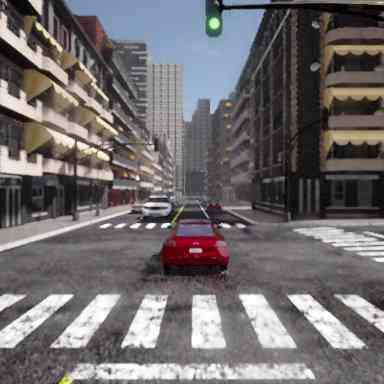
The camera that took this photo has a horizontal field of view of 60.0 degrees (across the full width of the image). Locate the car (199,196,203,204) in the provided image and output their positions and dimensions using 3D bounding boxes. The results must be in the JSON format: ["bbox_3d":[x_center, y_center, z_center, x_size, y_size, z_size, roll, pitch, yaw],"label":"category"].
[{"bbox_3d":[2.694,1.787,58.904,2.008,1.369,4.403,-1,0,0],"label":"car"}]

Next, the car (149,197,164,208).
[{"bbox_3d":[-5.689,1.653,53.384,1.967,1.590,4.097,-1,0,0],"label":"car"}]

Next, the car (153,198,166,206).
[{"bbox_3d":[-5.687,1.819,58.911,1.802,1.307,4.206,-1,0,0],"label":"car"}]

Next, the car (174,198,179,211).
[{"bbox_3d":[-3.069,1.721,40.451,1.994,1.385,4.181,0,0,1],"label":"car"}]

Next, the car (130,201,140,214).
[{"bbox_3d":[-5.691,1.692,36.800,2.008,1.369,4.403,0,0,0],"label":"car"}]

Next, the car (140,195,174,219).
[{"bbox_3d":[-3.074,1.336,30.390,2.150,2.045,5.566,0,0,0],"label":"car"}]

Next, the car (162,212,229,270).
[{"bbox_3d":[0.102,1.604,11.257,1.994,1.385,4.181,0,0,0],"label":"car"}]

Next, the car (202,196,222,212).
[{"bbox_3d":[2.689,1.605,42.322,1.967,1.590,4.097,-1,0,0],"label":"car"}]

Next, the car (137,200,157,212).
[{"bbox_3d":[-5.690,1.731,42.327,1.947,1.339,4.313,0,0,0],"label":"car"}]

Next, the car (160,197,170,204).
[{"bbox_3d":[-5.685,1.811,69.797,1.752,1.417,4.829,-1,0,0],"label":"car"}]

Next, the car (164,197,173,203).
[{"bbox_3d":[-5.682,1.921,81.023,1.802,1.307,4.206,-1,0,0],"label":"car"}]

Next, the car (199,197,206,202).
[{"bbox_3d":[2.698,1.910,86.544,1.887,1.381,4.507,-1,0,0],"label":"car"}]
